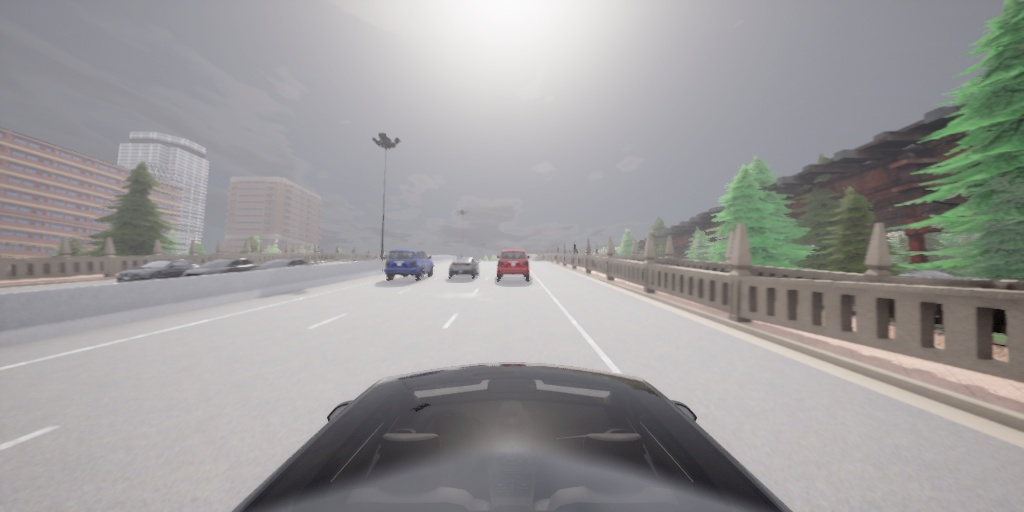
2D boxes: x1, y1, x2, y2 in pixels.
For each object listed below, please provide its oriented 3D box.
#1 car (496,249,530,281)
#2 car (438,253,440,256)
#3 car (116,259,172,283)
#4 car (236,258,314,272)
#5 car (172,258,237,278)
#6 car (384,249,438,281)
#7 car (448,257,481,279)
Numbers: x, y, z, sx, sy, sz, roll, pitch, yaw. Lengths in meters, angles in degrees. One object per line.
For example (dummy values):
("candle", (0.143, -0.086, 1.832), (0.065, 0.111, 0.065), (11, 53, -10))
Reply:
("car", (0.089, 0.562, 24.860), (2.150, 2.045, 5.566), (0, 1, 0))
("car", (-14.019, 0.127, 63.774), (2.097, 1.767, 4.553), (0, -1, 0))
("car", (-21.095, 0.917, 21.926), (1.812, 1.442, 4.674), (0, 1, 0))
("car", (-14.097, 0.892, 22.161), (1.837, 1.490, 4.892), (0, 1, 0))
("car", (-17.595, 0.892, 22.130), (1.837, 1.490, 4.892), (0, 1, 0))
("car", (-6.909, 0.564, 24.682), (2.150, 2.045, 5.566), (0, 1, 0))
("car", (-3.411, 0.806, 26.249), (2.128, 1.511, 4.902), (0, 1, 0))
